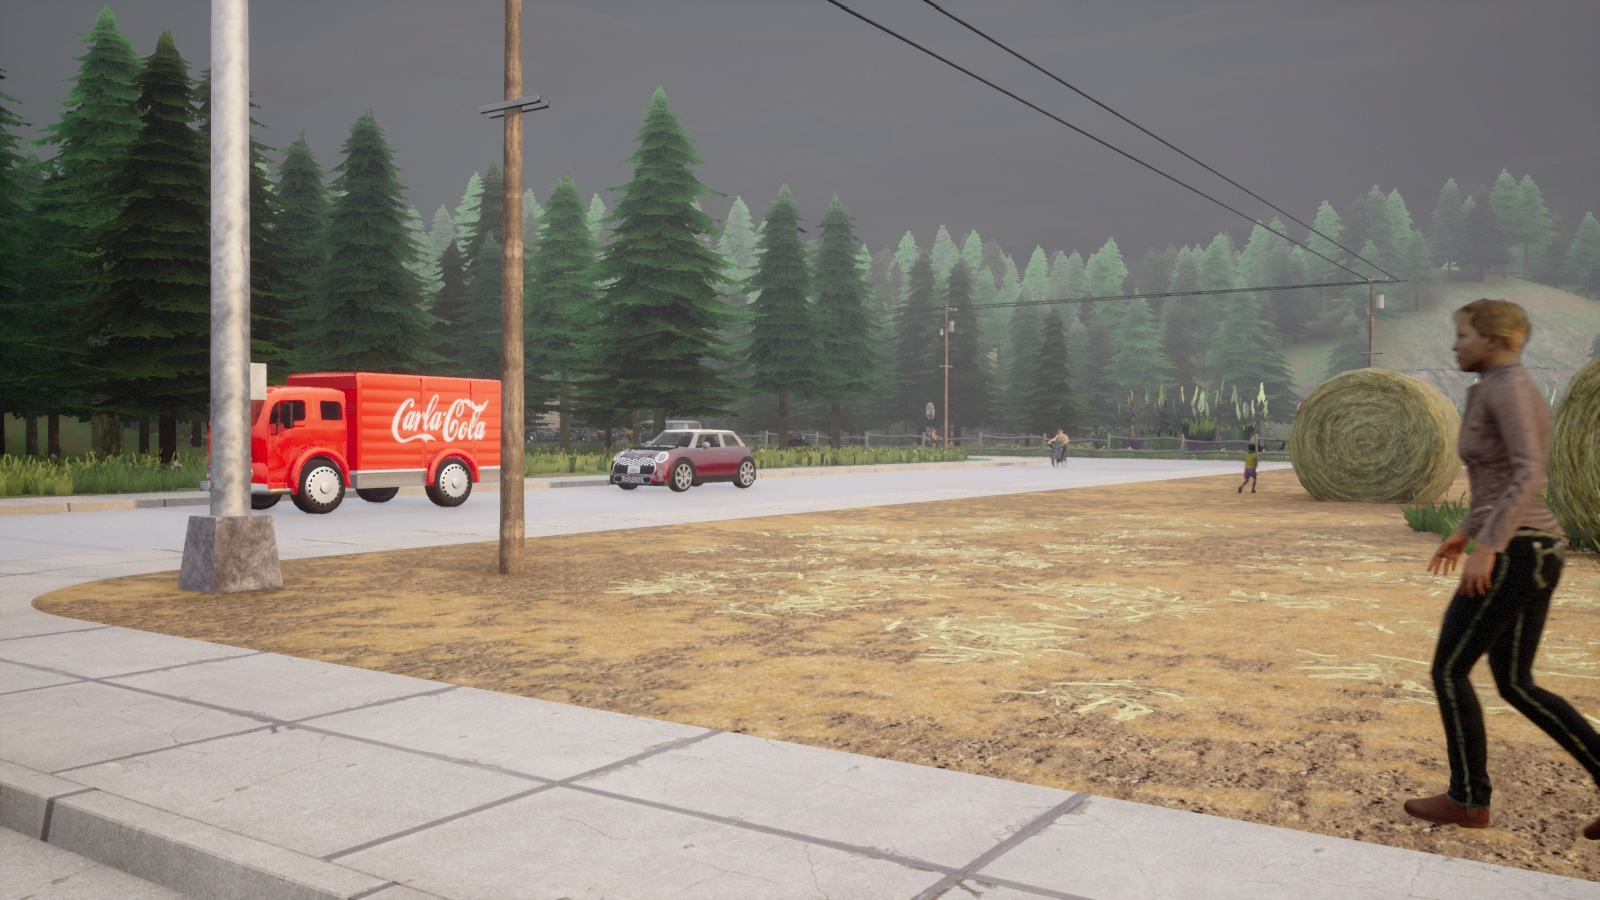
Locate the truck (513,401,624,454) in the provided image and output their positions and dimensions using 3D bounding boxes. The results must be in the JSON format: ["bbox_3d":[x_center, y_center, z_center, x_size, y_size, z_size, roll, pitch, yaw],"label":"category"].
[{"bbox_3d":[-16.092,-1.525,87.022,7.936,3.462,2.891,0,1,36],"label":"truck"}]

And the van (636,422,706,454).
[{"bbox_3d":[-8.397,-0.790,81.489,4.442,1.987,1.775,0,1,36],"label":"van"}]

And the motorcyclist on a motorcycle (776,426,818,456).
[{"bbox_3d":[-0.172,-0.528,71.248,2.350,1.649,0.766,0,1,36],"label":"motorcyclist on a motorcycle"}]

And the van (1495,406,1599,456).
[{"bbox_3d":[31.262,-0.774,51.648,4.442,1.987,1.775,0,1,37],"label":"van"}]

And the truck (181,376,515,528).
[{"bbox_3d":[-8.143,-0.019,23.156,2.627,2.467,5.204,0,1,35],"label":"truck"}]

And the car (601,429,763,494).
[{"bbox_3d":[-2.830,0.238,30.845,1.970,1.475,3.806,0,1,35],"label":"car"}]

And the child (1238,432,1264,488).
[{"bbox_3d":[9.569,0.208,26.644,0.473,1.160,0.299,-1,1,-38],"label":"child"}]

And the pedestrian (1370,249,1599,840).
[{"bbox_3d":[2.306,0.294,4.237,0.634,1.846,0.331,0,1,37],"label":"pedestrian"}]
